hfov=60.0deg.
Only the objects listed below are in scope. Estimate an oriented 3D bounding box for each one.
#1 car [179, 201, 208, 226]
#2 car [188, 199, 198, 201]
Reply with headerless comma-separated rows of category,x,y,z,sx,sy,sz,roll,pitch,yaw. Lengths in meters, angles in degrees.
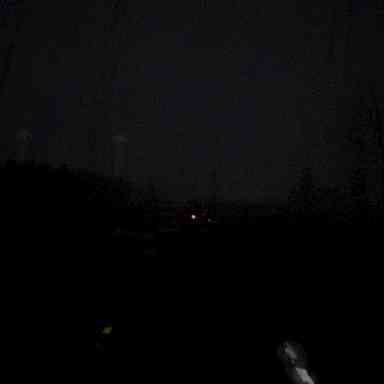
car,0.105,1.577,23.463,1.994,1.385,4.181,0,0,0
car,0.108,1.579,41.093,2.033,1.411,5.357,0,0,0
